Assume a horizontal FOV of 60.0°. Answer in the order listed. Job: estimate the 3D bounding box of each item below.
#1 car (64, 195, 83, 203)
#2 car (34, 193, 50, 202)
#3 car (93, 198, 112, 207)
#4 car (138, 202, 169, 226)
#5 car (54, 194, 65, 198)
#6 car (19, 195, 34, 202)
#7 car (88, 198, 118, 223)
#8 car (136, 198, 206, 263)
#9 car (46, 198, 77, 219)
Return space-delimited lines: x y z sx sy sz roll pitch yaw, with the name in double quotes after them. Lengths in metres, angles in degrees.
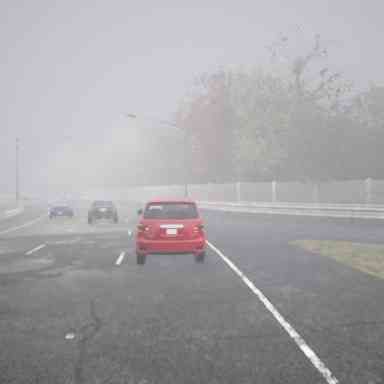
-24.522 1.670 69.626 1.895 1.301 4.718 0 0 -36 "car"
-34.965 1.476 76.144 4.181 1.385 1.994 0 0 43 "car"
-14.812 1.645 54.736 1.895 1.301 4.718 0 0 -29 "car"
-2.960 1.533 24.558 1.812 1.442 4.674 0 0 -12 "car"
-30.549 1.409 78.373 1.837 1.490 4.892 0 0 -31 "car"
-37.478 1.410 73.708 5.008 1.535 1.882 0 0 43 "car"
-6.982 1.373 26.185 2.097 1.767 4.553 0 0 -14 "car"
-0.825 1.223 12.140 2.150 2.045 5.566 0 0 -5 "car"
-11.602 1.561 29.807 1.812 1.442 4.674 0 0 -17 "car"
